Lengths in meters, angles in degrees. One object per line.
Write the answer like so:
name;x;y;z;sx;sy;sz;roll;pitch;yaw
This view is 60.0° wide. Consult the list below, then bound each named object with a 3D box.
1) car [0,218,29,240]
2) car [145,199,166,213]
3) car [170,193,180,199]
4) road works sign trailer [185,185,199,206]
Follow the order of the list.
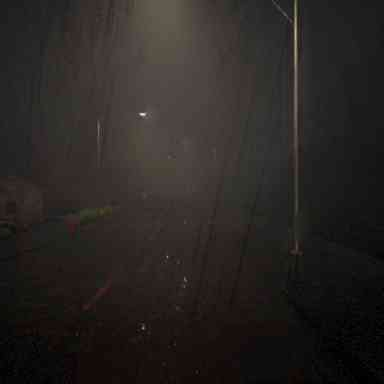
car;-10.312;1.470;14.739;5.357;1.415;2.033;0;0;-40
car;-4.075;1.557;37.285;1.812;1.442;4.674;0;0;0
car;-4.010;1.035;78.579;2.097;1.767;4.553;0;0;0
road works sign trailer;-0.006;0.511;57.550;2.380;3.560;2.880;0;0;0
